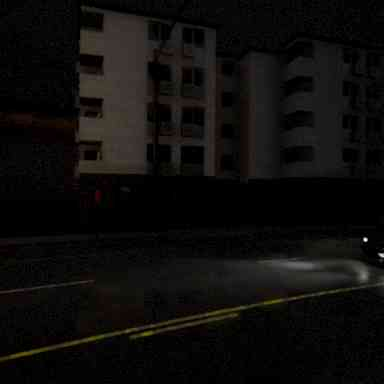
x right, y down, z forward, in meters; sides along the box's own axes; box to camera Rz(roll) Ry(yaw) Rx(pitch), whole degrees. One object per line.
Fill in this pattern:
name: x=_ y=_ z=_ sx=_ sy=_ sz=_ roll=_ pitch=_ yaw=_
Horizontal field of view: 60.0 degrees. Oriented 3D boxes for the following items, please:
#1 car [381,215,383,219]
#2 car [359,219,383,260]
car: x=11.791 y=1.387 z=15.902 sx=5.566 sy=2.045 sz=2.150 roll=1 pitch=0 yaw=-12
car: x=8.112 y=1.714 z=11.194 sx=4.718 sy=1.301 sz=1.895 roll=1 pitch=0 yaw=-18
